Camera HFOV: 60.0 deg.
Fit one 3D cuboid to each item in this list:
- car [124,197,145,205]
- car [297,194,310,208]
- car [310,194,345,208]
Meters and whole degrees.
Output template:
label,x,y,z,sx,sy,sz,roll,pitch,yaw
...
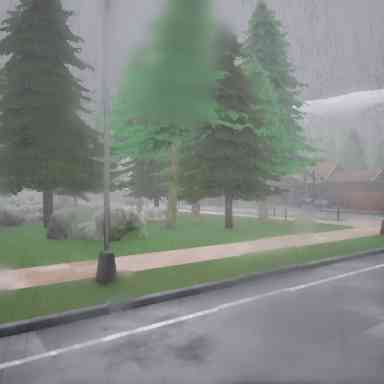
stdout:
label,x,y,z,sx,sy,sz,roll,pitch,yaw
car,-10.054,1.591,57.952,1.994,1.385,4.181,0,0,-43
car,16.010,1.159,44.799,3.866,1.878,1.905,0,0,-37
car,17.828,1.157,43.019,4.605,1.855,1.932,0,0,-37
